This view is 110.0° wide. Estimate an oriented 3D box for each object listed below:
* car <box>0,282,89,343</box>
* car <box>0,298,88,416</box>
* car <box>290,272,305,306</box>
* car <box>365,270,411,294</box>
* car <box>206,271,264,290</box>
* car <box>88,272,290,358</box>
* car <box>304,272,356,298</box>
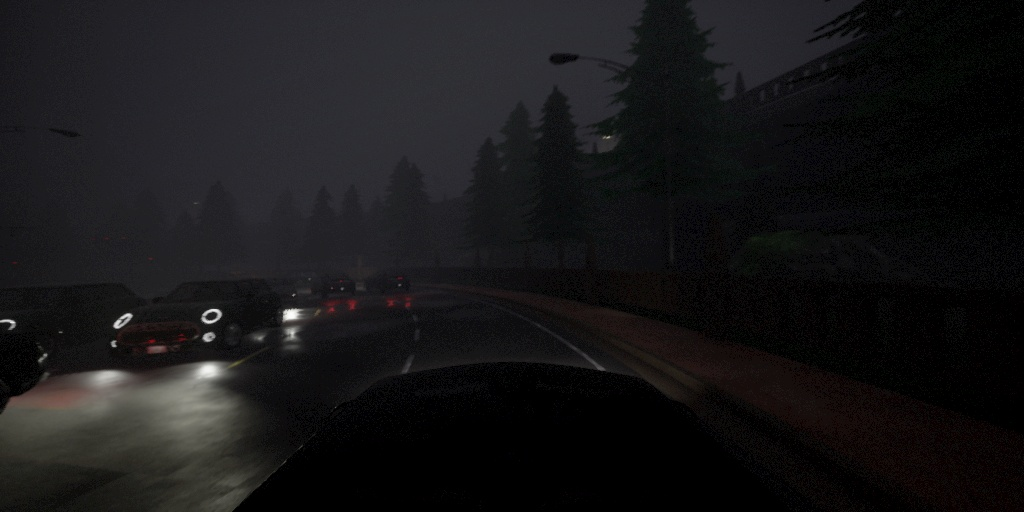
[{"bbox_3d":[-11.329,1.453,8.657,2.097,1.767,4.553,-1,-1,-16],"label":"car"},{"bbox_3d":[-7.376,1.434,2.937,2.128,1.511,4.902,-1,-1,-4],"label":"car"},{"bbox_3d":[-12.044,1.773,18.292,2.033,1.411,5.357,-1,-1,-33],"label":"car"},{"bbox_3d":[-8.672,1.708,24.812,2.128,1.511,4.902,-1,-1,-38],"label":"car"},{"bbox_3d":[-25.106,2.178,32.507,5.008,1.535,1.882,-1,-1,22],"label":"car"},{"bbox_3d":[-7.958,1.382,9.593,2.097,1.767,4.553,-1,-1,-16],"label":"car"},{"bbox_3d":[-11.369,1.750,22.714,2.128,1.511,4.902,-1,-1,-39],"label":"car"}]
